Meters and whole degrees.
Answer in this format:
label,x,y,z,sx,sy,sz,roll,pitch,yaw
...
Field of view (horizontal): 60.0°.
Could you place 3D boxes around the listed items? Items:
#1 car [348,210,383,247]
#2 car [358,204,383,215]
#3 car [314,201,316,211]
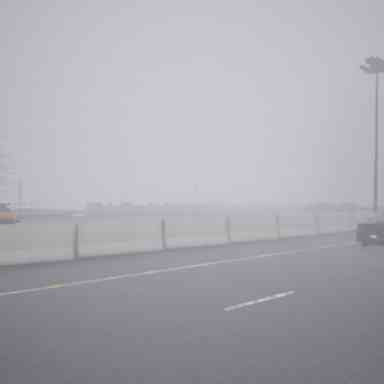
label,x,y,z,sx,sy,sz,roll,pitch,yaw
car,9.214,1.647,14.621,5.008,1.535,1.882,1,0,-36
car,23.127,2.180,41.978,4.718,1.301,1.895,2,-1,-35
car,17.913,2.026,46.849,5.008,1.535,1.882,2,-1,-35
